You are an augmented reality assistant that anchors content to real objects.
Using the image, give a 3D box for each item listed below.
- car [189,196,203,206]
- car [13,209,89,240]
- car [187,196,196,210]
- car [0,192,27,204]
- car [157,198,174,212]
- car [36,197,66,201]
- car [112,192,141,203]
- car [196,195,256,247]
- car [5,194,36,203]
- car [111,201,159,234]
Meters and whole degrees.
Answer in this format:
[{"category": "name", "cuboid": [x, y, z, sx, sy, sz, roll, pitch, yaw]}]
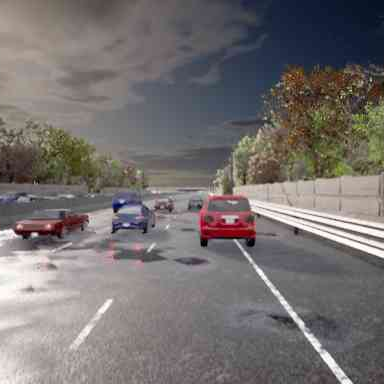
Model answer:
[{"category": "car", "cuboid": [0.603, 1.304, 49.601, 1.994, 1.385, 4.181, 0, 0, 1]}, {"category": "car", "cuboid": [-6.701, 1.507, 16.480, 1.895, 1.301, 4.718, 0, 0, 1]}, {"category": "car", "cuboid": [0.519, 1.286, 38.756, 2.128, 1.511, 4.902, 0, 0, 1]}, {"category": "car", "cuboid": [-24.043, 0.984, 44.668, 2.150, 2.045, 5.566, 0, 0, 1]}, {"category": "car", "cuboid": [-2.966, 1.334, 35.803, 1.812, 1.442, 4.674, 0, 0, 1]}, {"category": "car", "cuboid": [-17.085, 1.322, 42.063, 2.033, 1.411, 5.357, 0, 0, 1]}, {"category": "car", "cuboid": [-6.496, 1.035, 33.671, 2.150, 2.045, 5.566, 0, 0, 1]}, {"category": "car", "cuboid": [1.404, 1.140, 14.739, 2.150, 2.045, 5.566, 0, 0, 1]}, {"category": "car", "cuboid": [-20.596, 1.304, 41.117, 1.812, 1.442, 4.674, 0, 0, 1]}, {"category": "car", "cuboid": [-3.176, 1.422, 18.493, 1.812, 1.442, 4.674, 0, 0, 1]}]
